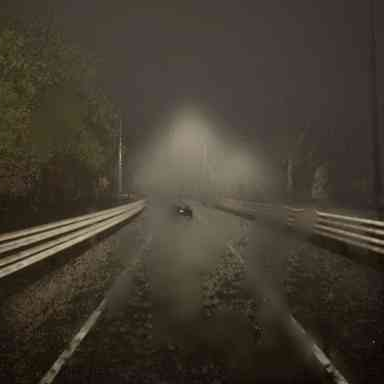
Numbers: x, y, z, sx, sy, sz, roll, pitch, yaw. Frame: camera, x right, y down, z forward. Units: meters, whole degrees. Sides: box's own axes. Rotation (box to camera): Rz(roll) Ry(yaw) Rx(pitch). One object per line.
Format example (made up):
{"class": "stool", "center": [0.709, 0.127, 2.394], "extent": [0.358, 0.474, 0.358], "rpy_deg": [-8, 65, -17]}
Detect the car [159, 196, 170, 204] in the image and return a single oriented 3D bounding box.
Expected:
{"class": "car", "center": [-5.040, 1.468, 61.996], "extent": [1.837, 1.490, 4.892], "rpy_deg": [0, 0, -10]}

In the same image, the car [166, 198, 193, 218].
{"class": "car", "center": [-1.027, 1.554, 29.663], "extent": [1.994, 1.385, 4.181], "rpy_deg": [0, 0, -5]}
